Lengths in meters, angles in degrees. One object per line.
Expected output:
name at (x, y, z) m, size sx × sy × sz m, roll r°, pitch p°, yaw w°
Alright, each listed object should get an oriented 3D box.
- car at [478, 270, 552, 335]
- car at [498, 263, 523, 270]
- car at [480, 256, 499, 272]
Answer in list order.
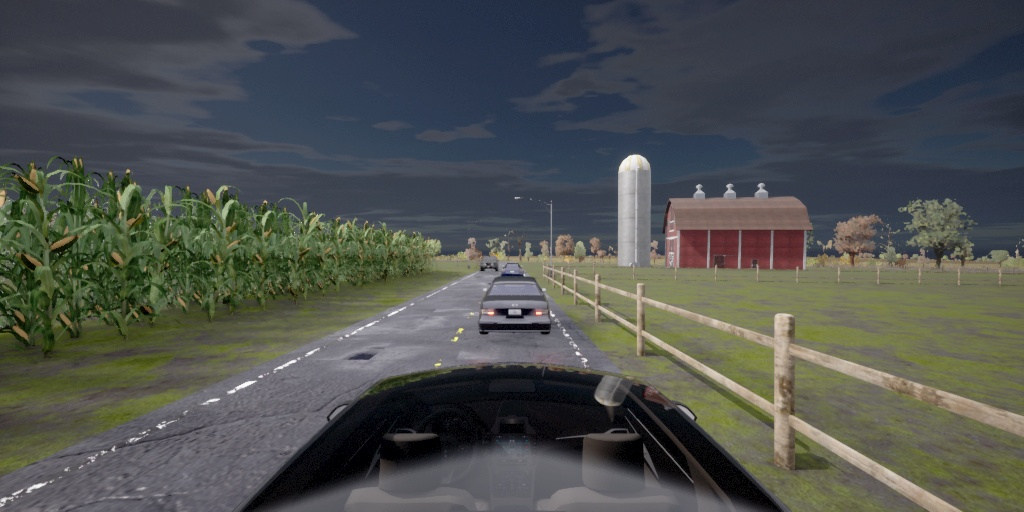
car at (0.074, 1.297, 10.506) m, size 2.033 × 1.411 × 5.357 m, roll 0°, pitch 0°, yaw 0°
car at (0.043, 1.319, 32.732) m, size 1.994 × 1.385 × 4.181 m, roll 0°, pitch 0°, yaw 0°
car at (-2.861, 0.989, 46.383) m, size 2.150 × 2.045 × 5.566 m, roll 0°, pitch 0°, yaw 0°
